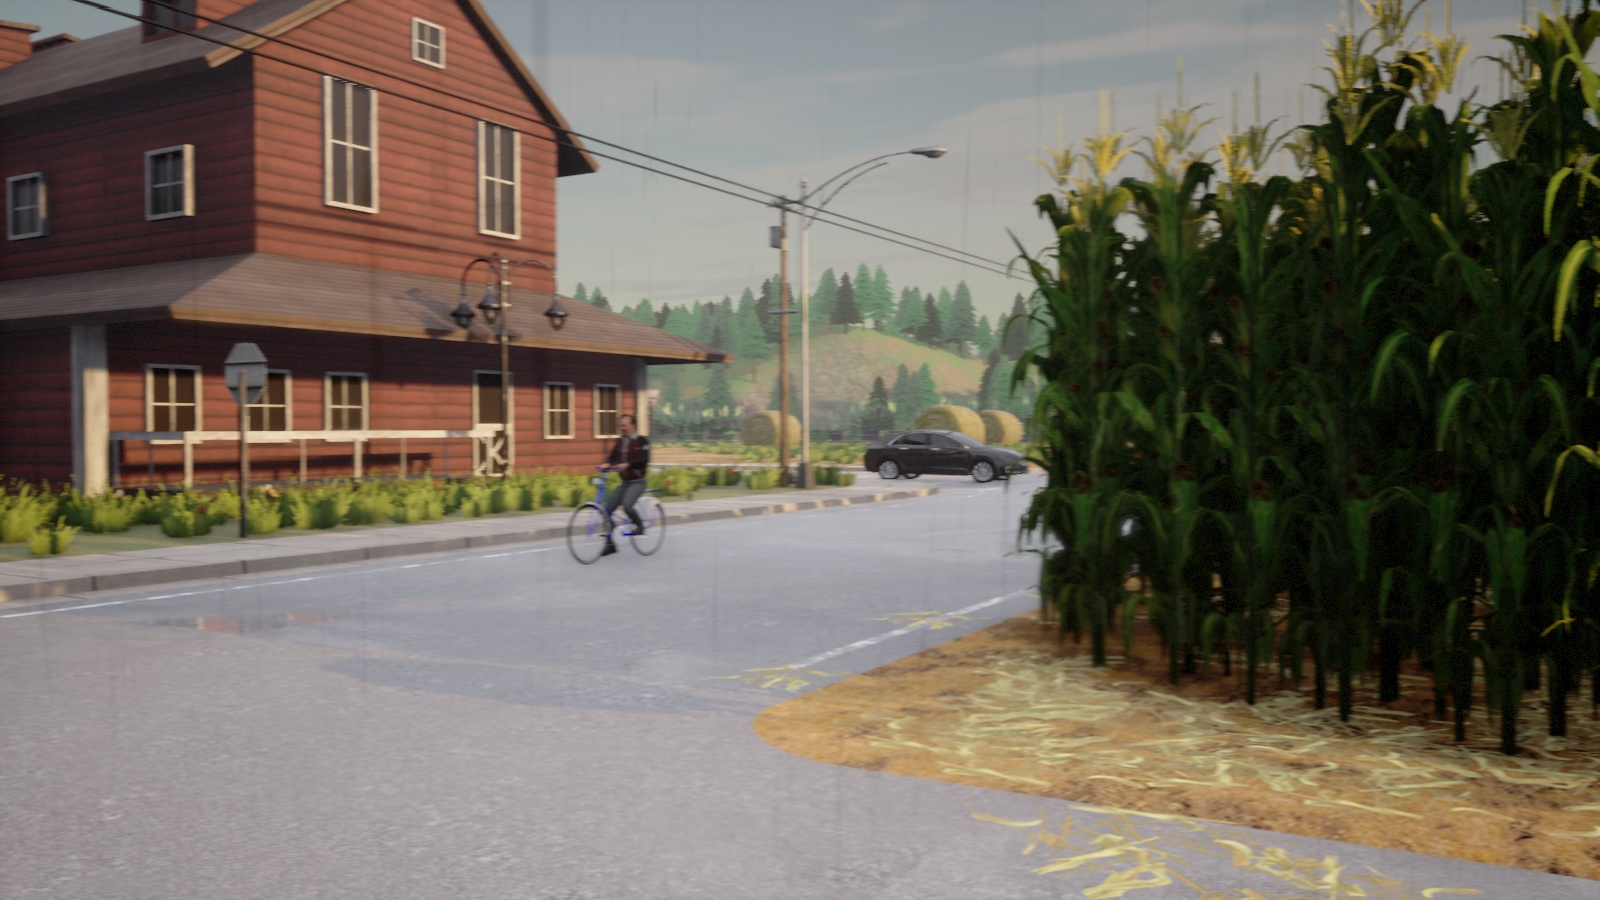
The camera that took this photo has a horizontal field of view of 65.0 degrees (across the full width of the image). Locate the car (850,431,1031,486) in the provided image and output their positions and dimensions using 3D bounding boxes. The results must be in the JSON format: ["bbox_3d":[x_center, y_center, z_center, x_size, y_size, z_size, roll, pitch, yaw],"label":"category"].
[{"bbox_3d":[4.079,0.199,36.664,4.892,1.490,1.837,1,1,27],"label":"car"}]

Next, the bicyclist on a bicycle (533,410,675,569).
[{"bbox_3d":[-2.315,0.432,15.054,0.659,1.776,1.843,1,1,30],"label":"bicyclist on a bicycle"}]
